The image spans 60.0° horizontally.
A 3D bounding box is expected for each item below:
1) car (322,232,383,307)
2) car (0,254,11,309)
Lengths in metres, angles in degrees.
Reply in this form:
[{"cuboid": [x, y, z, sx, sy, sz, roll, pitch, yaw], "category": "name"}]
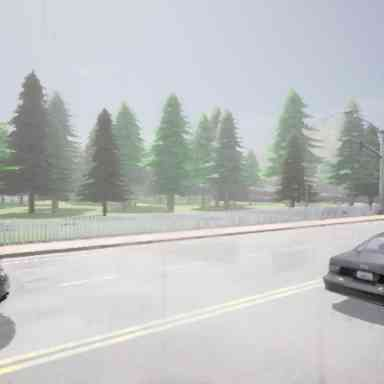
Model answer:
[{"cuboid": [5.165, 1.556, 7.455, 5.357, 1.411, 2.033, 0, 0, -35], "category": "car"}, {"cuboid": [-5.265, 1.490, 4.526, 4.902, 1.511, 2.128, 0, 0, -35], "category": "car"}]
